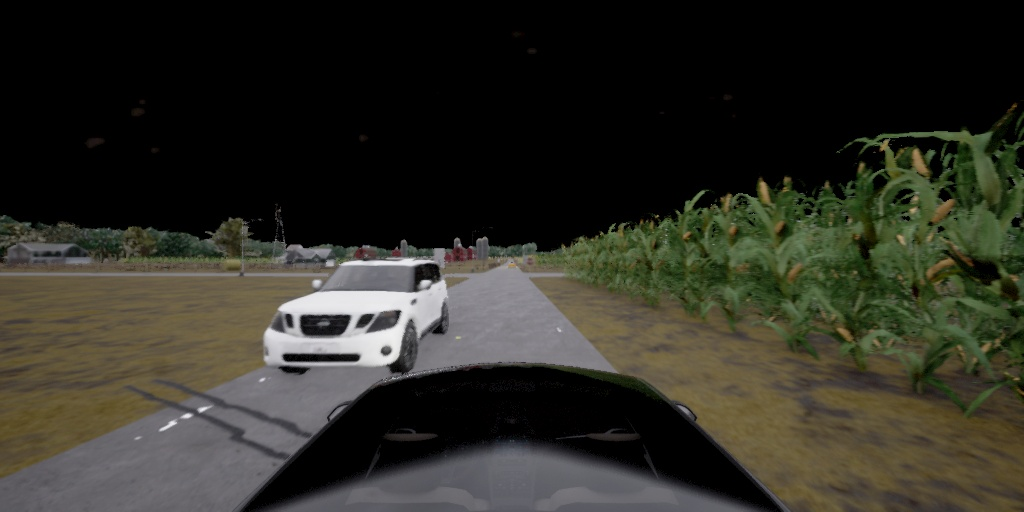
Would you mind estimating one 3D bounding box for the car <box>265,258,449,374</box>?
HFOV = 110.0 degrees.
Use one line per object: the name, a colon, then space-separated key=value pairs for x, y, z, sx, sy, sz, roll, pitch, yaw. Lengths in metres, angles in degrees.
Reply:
car: x=-2.851 y=1.059 z=8.090 sx=2.150 sy=2.045 sz=5.566 roll=0 pitch=-1 yaw=0
